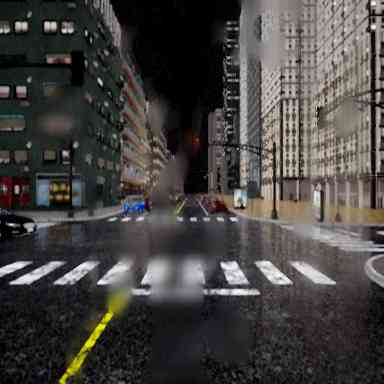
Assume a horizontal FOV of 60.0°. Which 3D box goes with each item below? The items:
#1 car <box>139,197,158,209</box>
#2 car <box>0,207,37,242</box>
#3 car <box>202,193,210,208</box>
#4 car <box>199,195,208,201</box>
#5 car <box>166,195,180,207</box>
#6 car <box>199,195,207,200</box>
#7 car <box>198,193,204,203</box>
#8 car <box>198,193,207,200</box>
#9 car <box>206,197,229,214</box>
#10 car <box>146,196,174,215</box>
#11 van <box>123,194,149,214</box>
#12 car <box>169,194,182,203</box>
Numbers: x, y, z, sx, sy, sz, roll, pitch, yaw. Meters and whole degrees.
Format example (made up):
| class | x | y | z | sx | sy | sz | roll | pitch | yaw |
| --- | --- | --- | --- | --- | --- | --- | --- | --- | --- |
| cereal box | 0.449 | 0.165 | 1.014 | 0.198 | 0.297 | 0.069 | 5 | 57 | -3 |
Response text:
| class | x | y | z | sx | sy | sz | roll | pitch | yaw |
| --- | --- | --- | --- | --- | --- | --- | --- | --- | --- |
| car | -5.706 | 1.423 | 44.203 | 1.887 | 1.381 | 4.507 | 0 | 0 | 0 |
| car | -9.677 | 1.353 | 15.463 | 4.902 | 1.511 | 2.128 | 2 | 0 | 11 |
| car | 2.675 | 1.318 | 44.206 | 1.967 | 1.590 | 4.097 | 0 | 0 | 0 |
| car | 2.657 | 1.350 | 77.372 | 1.887 | 1.381 | 4.507 | 0 | 0 | 0 |
| car | -3.100 | 1.471 | 47.231 | 1.895 | 1.301 | 4.718 | 0 | 0 | 0 |
| car | 2.654 | 1.376 | 82.899 | 1.802 | 1.307 | 4.206 | 0 | 0 | 0 |
| car | 2.666 | 1.279 | 60.789 | 1.967 | 1.590 | 4.097 | 0 | 0 | 0 |
| car | 2.652 | 1.099 | 88.427 | 2.192 | 1.841 | 5.009 | 0 | 0 | 0 |
| car | 2.680 | 1.488 | 33.151 | 1.802 | 1.307 | 4.206 | 0 | 0 | 0 |
| car | -3.108 | 1.412 | 33.101 | 1.837 | 1.490 | 4.892 | 0 | 0 | 0 |
| van | -5.699 | 1.248 | 33.147 | 1.690 | 1.788 | 3.998 | 0 | 0 | 0 |
| car | -3.048 | 1.392 | 65.977 | 1.994 | 1.385 | 4.181 | 0 | 0 | 0 |
